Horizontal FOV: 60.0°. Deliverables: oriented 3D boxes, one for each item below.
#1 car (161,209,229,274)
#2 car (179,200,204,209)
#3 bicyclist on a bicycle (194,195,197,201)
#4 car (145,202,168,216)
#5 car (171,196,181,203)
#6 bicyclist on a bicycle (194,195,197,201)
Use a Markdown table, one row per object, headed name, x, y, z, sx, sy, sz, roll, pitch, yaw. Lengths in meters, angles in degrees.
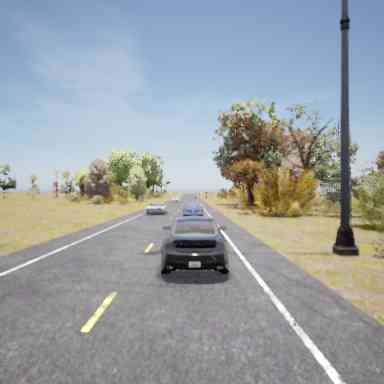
| name | x | y | z | sx | sy | sz | roll | pitch | yaw |
| --- | --- | --- | --- | --- | --- | --- | --- | --- | --- |
| car | 0.083 | 1.541 | 10.717 | 1.837 | 1.490 | 4.892 | 0 | 0 | 0 |
| car | 0.094 | 1.637 | 29.641 | 2.033 | 1.411 | 5.357 | 0 | 0 | 0 |
| bicyclist on a bicycle | 0.959 | 1.619 | 93.773 | 0.659 | 1.776 | 1.843 | 0 | 0 | 0 |
| car | -3.600 | 1.702 | 34.099 | 1.895 | 1.301 | 4.718 | 0 | 0 | 0 |
| car | -3.503 | 1.678 | 74.947 | 1.812 | 1.442 | 4.674 | 0 | 0 | 0 |
| bicyclist on a bicycle | 0.961 | 1.683 | 84.778 | 0.582 | 1.620 | 1.656 | 0 | 0 | 0 |
